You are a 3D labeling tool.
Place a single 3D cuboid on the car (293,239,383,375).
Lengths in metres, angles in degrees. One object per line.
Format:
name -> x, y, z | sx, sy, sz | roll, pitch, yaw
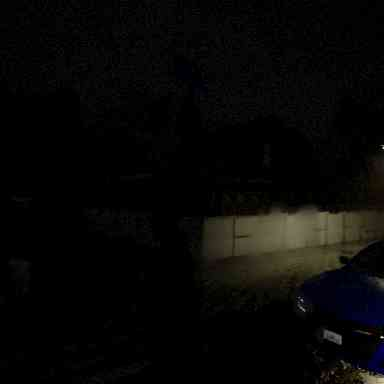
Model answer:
car -> 3.793, 1.542, 5.536 | 5.008, 1.535, 1.882 | 1, 0, -35
